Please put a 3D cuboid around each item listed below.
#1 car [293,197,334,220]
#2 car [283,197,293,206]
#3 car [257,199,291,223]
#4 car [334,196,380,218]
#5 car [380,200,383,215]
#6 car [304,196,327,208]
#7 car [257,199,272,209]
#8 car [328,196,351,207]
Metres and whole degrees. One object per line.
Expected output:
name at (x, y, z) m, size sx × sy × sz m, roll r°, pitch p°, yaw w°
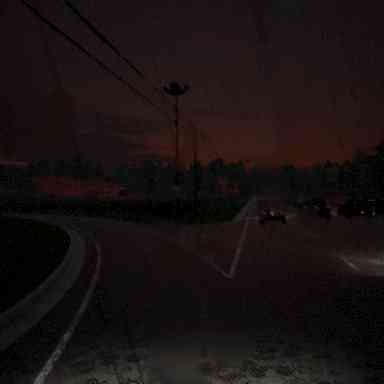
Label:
car at (10.107, 1.299, 27.930) m, size 2.097 × 1.767 × 4.553 m, roll -1°, pitch 0°, yaw 11°
car at (14.162, 1.444, 49.067) m, size 1.882 × 1.535 × 5.008 m, roll -1°, pitch 0°, yaw 11°
car at (6.071, 1.554, 25.446) m, size 2.033 × 1.411 × 5.357 m, roll -1°, pitch 0°, yaw 11°
car at (13.740, 1.377, 28.280) m, size 2.128 × 1.511 × 4.902 m, roll -1°, pitch 0°, yaw 11°
car at (17.435, 1.389, 28.966) m, size 1.994 × 1.385 × 4.181 m, roll -1°, pitch 0°, yaw 11°
car at (17.289, 1.395, 46.796) m, size 2.128 × 1.511 × 4.902 m, roll -1°, pitch 0°, yaw 11°
car at (10.054, 1.626, 46.210) m, size 1.895 × 1.301 × 4.718 m, roll -1°, pitch 0°, yaw 11°
car at (21.035, 1.320, 47.748) m, size 1.882 × 1.535 × 5.008 m, roll -1°, pitch 0°, yaw 11°
